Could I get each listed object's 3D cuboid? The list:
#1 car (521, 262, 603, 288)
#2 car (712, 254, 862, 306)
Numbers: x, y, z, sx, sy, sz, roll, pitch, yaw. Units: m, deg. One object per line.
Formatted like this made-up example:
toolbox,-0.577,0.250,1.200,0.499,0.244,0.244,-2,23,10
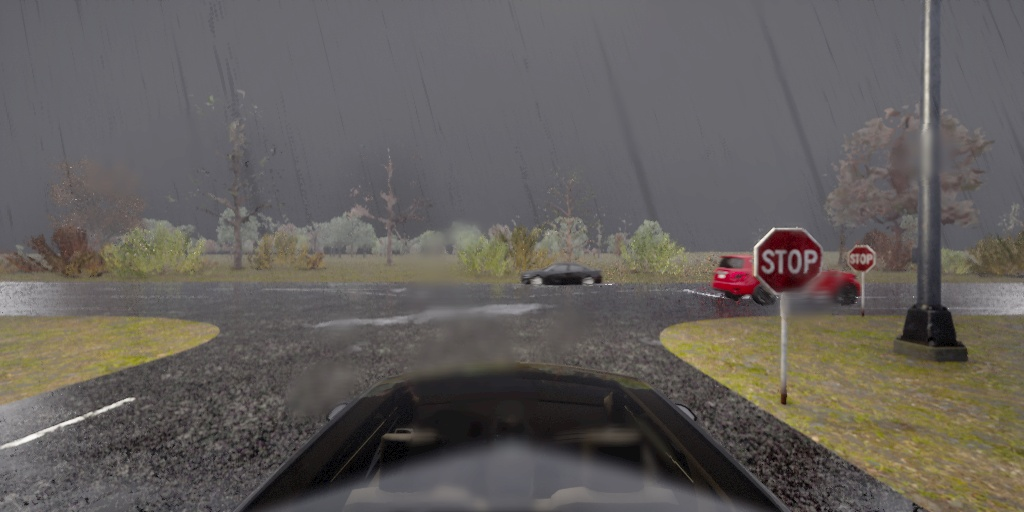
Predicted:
car,3.044,1.158,22.064,5.008,1.535,1.882,0,0,-2
car,11.568,0.957,15.301,5.566,2.045,2.150,0,0,-2
